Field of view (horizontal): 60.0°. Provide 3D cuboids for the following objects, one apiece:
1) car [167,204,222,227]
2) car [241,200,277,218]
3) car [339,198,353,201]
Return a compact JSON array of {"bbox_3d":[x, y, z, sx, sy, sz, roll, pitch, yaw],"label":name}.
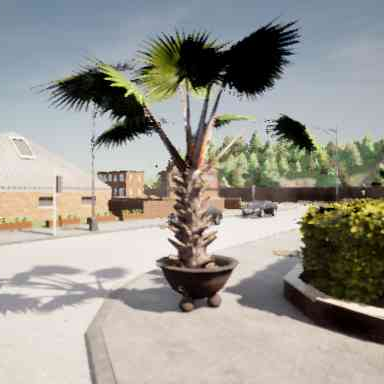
[{"bbox_3d":[0.313,1.528,22.005,1.812,1.442,4.674,0,0,35],"label":"car"},{"bbox_3d":[6.195,1.510,30.346,2.128,1.511,4.902,0,0,35],"label":"car"},{"bbox_3d":[21.657,1.542,46.389,1.882,1.535,5.008,0,0,24],"label":"car"}]
